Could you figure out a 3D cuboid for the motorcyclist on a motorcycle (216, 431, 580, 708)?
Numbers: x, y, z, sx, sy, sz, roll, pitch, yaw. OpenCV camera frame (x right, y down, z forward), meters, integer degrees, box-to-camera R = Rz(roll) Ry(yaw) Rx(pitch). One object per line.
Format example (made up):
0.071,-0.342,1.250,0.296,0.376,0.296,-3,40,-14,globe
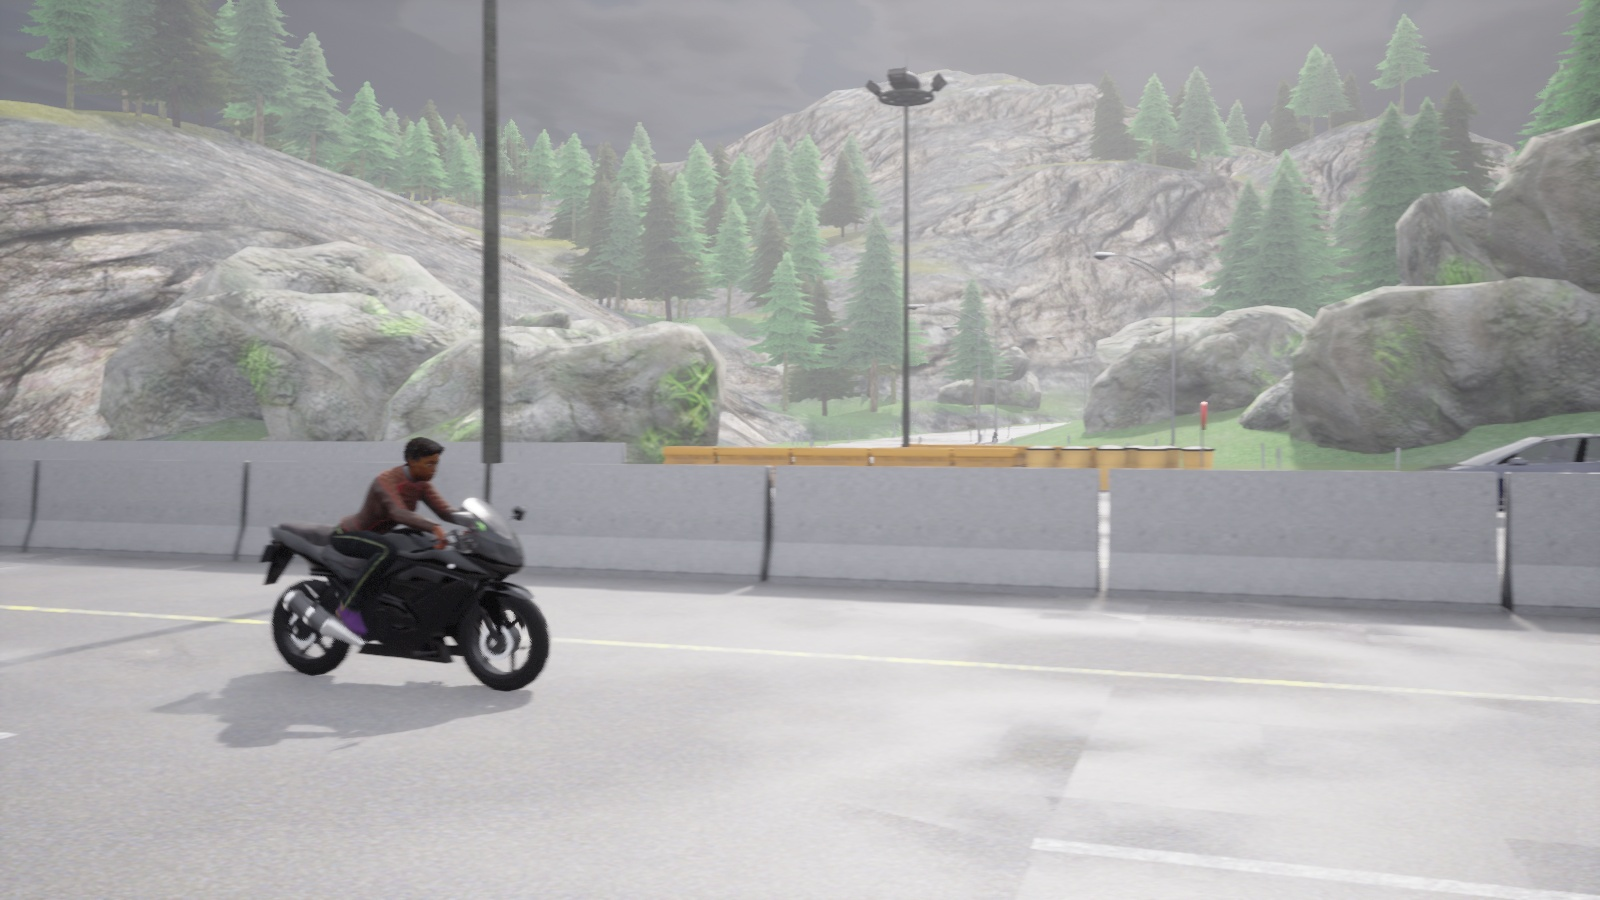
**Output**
-2.463,0.659,7.714,2.044,1.523,0.797,1,1,19,motorcyclist on a motorcycle

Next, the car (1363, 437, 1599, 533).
12.247,0.545,21.227,4.792,1.488,2.163,1,1,19,car
